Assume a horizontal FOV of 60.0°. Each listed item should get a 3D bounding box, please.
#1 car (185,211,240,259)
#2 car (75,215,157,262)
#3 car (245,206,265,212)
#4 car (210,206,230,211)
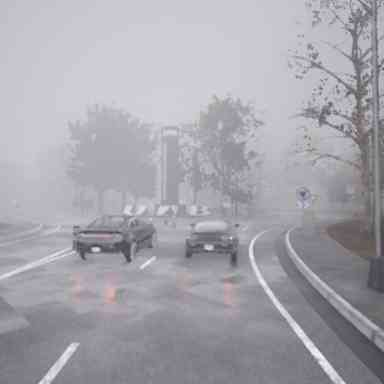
[{"bbox_3d":[0.886,1.674,13.125,1.812,1.442,4.674,0,-1,9],"label":"car"},{"bbox_3d":[-2.692,1.635,12.841,2.128,1.511,4.902,0,-1,8],"label":"car"},{"bbox_3d":[13.167,3.497,69.214,4.181,1.385,1.994,-2,-3,45],"label":"car"},{"bbox_3d":[5.569,3.611,70.678,4.718,1.301,1.895,-1,-2,24],"label":"car"}]
